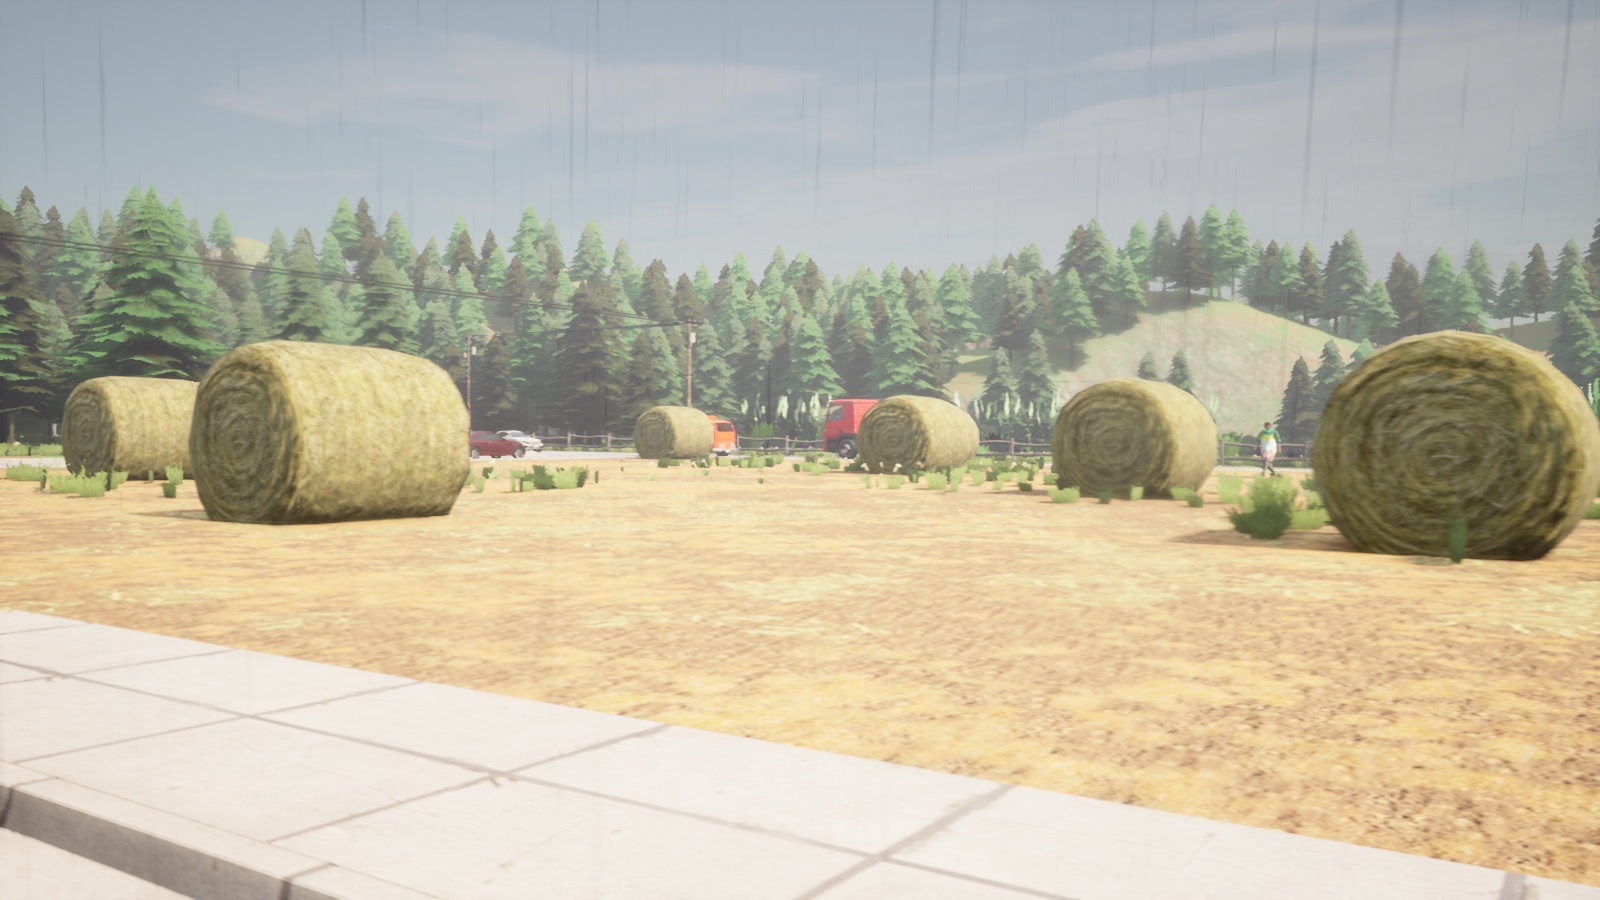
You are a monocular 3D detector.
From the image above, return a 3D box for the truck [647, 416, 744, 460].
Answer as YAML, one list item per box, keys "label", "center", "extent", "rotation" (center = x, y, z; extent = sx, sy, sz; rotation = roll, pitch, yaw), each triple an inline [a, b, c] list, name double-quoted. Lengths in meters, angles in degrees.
- label: "truck"
  center: [-6.120, -0.701, 73.172]
  extent: [5.204, 2.467, 2.627]
  rotation: [0, 1, 37]

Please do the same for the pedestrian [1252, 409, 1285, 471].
- label: "pedestrian"
  center: [14.950, -0.314, 40.053]
  extent: [0.873, 1.952, 0.659]
  rotation: [-1, 1, -42]

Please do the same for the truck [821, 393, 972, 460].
- label: "truck"
  center: [5.197, -1.253, 68.909]
  extent: [7.936, 3.462, 2.891]
  rotation: [0, 1, 37]

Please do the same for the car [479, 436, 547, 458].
- label: "car"
  center: [-18.981, -0.217, 83.026]
  extent: [4.674, 1.442, 1.812]
  rotation: [0, 1, 37]

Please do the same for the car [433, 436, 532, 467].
- label: "car"
  center: [-15.684, 0.073, 62.257]
  extent: [1.812, 1.442, 4.674]
  rotation: [0, 1, 35]

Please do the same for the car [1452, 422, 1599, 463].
- label: "car"
  center: [29.344, -0.300, 50.453]
  extent: [5.366, 1.575, 1.801]
  rotation: [0, 1, 37]
